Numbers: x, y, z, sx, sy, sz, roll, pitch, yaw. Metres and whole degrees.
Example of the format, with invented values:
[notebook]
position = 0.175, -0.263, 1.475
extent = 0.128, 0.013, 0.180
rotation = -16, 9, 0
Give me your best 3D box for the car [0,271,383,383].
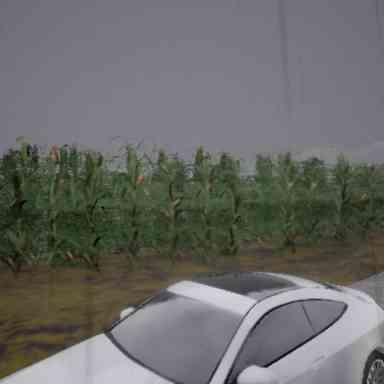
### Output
[car]
position = 0.306, 1.628, 3.271
extent = 4.674, 1.442, 1.812
rotation = 0, -2, -39
